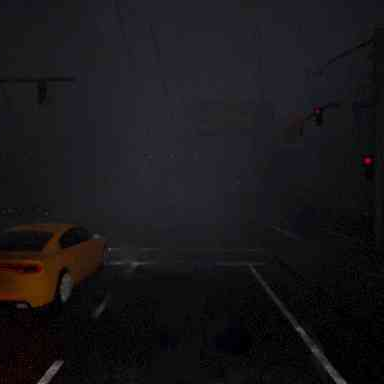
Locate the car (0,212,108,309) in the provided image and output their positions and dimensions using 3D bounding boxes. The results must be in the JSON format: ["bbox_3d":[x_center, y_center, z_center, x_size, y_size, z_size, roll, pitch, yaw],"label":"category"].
[{"bbox_3d":[-3.415,1.469,7.947,1.882,1.535,5.008,0,0,0],"label":"car"}]

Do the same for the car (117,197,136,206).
[{"bbox_3d":[-10.557,1.543,52.580,1.895,1.301,4.718,0,0,0],"label":"car"}]

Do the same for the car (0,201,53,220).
[{"bbox_3d":[-13.497,1.462,26.738,4.902,1.511,2.128,0,0,23],"label":"car"}]

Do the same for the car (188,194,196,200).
[{"bbox_3d":[0.008,1.378,86.365,2.128,1.511,4.902,0,0,0],"label":"car"}]

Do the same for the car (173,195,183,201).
[{"bbox_3d":[-3.493,1.437,77.560,2.128,1.511,4.902,0,0,0],"label":"car"}]

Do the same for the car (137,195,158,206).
[{"bbox_3d":[-7.057,1.420,52.930,1.882,1.535,5.008,0,0,0],"label":"car"}]

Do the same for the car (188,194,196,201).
[{"bbox_3d":[0.007,1.508,77.328,1.895,1.301,4.718,0,0,0],"label":"car"}]

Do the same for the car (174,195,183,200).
[{"bbox_3d":[-3.492,1.405,86.364,1.994,1.385,4.181,0,0,-6],"label":"car"}]

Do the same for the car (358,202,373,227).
[{"bbox_3d":[12.752,1.330,20.268,4.553,1.767,2.097,0,0,0],"label":"car"}]

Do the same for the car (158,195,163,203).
[{"bbox_3d":[-6.994,1.403,68.657,1.882,1.535,5.008,0,0,0],"label":"car"}]
